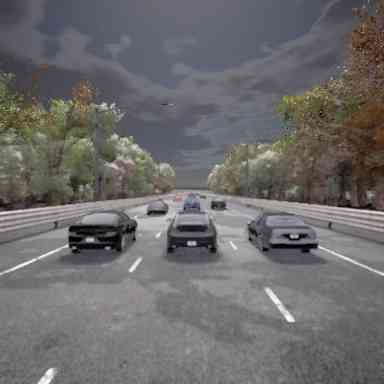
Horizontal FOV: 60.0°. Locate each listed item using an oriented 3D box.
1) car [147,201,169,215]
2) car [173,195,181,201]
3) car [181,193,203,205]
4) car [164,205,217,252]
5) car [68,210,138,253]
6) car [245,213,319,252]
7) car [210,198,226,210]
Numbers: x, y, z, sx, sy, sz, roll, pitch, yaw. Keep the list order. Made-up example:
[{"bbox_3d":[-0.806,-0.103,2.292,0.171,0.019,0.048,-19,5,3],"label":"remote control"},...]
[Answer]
[{"bbox_3d":[-3.504,1.604,34.909,1.994,1.385,4.181,0,0,0],"label":"car"},{"bbox_3d":[-3.511,1.415,83.453,2.097,1.767,4.553,0,0,0],"label":"car"},{"bbox_3d":[-0.005,1.398,42.843,2.097,1.767,4.553,0,0,0],"label":"car"},{"bbox_3d":[-0.003,1.527,13.870,1.837,1.490,4.892,0,0,0],"label":"car"},{"bbox_3d":[-3.504,1.497,13.891,1.882,1.535,5.008,0,0,0],"label":"car"},{"bbox_3d":[3.497,1.567,13.867,2.033,1.411,5.357,0,0,0],"label":"car"},{"bbox_3d":[3.494,1.526,44.957,1.882,1.535,5.008,0,0,0],"label":"car"}]
